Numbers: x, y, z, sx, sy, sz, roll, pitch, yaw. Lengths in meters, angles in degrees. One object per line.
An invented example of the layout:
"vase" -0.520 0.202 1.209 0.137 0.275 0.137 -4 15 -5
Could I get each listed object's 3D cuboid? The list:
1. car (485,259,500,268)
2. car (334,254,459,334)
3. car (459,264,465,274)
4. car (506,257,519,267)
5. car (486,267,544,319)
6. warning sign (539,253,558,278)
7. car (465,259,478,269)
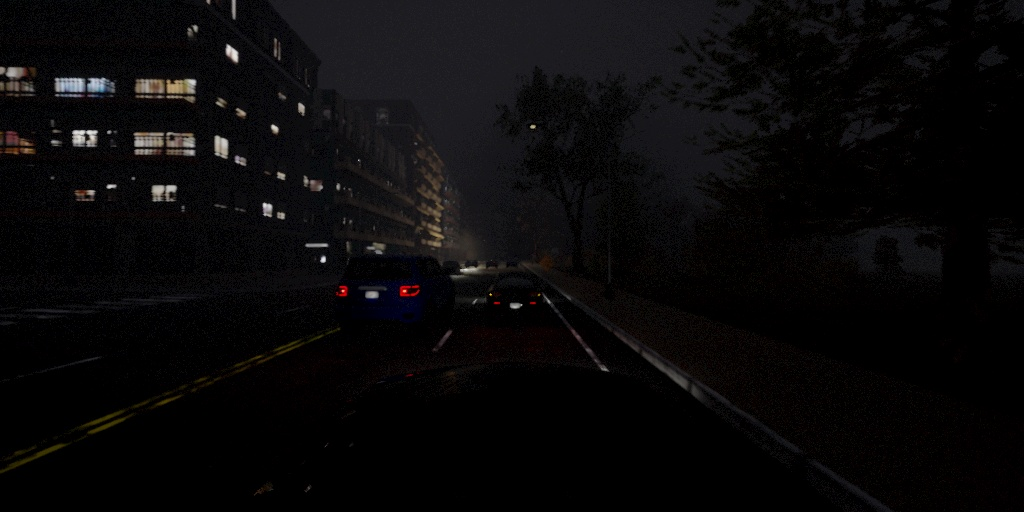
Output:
"car" -3.273 1.232 58.421 2.128 1.511 4.902 0 0 0
"car" -3.160 0.970 10.783 2.150 2.045 5.566 0 0 0
"car" -6.604 1.246 38.343 1.837 1.490 4.892 0 0 0
"car" -0.023 1.219 58.422 1.882 1.535 5.008 0 0 0
"car" 0.090 1.273 12.680 1.812 1.442 4.674 0 0 0
"warning sign" 2.839 0.859 29.187 1.300 1.860 1.060 0 0 0
"car" -6.555 1.233 58.249 2.128 1.511 4.902 0 0 0
